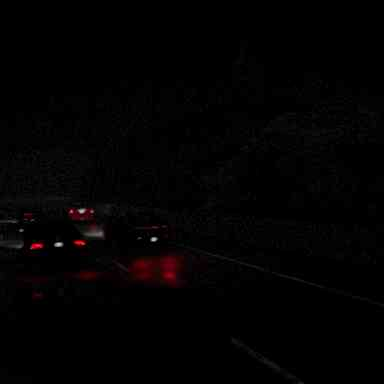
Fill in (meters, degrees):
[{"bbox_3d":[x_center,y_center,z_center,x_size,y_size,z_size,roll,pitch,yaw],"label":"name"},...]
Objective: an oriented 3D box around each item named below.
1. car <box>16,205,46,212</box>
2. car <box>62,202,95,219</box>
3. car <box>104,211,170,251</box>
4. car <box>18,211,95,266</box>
[{"bbox_3d":[-12.760,1.793,26.387,1.837,1.490,4.892,0,0,-28],"label":"car"},{"bbox_3d":[-9.641,1.615,27.975,2.097,1.767,4.553,0,-1,-28],"label":"car"},{"bbox_3d":[-2.587,1.606,14.825,2.128,1.511,4.902,0,0,-28],"label":"car"},{"bbox_3d":[-5.211,1.673,12.292,2.033,1.411,5.357,0,0,-28],"label":"car"}]
